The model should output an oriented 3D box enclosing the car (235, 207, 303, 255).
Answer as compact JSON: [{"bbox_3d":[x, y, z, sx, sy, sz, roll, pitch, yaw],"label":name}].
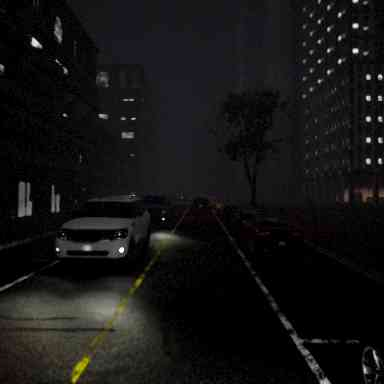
[{"bbox_3d":[3.003,1.542,13.133,1.887,1.381,4.507,1,0,1],"label":"car"}]

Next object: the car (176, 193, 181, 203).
[{"bbox_3d":[-3.992,1.208,69.020,2.192,1.841,5.009,1,0,1],"label":"car"}]

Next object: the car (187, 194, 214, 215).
[{"bbox_3d":[0.854,1.311,32.971,2.097,1.767,4.553,0,0,2],"label":"car"}]

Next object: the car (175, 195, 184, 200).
[{"bbox_3d":[-3.447,1.425,91.293,2.008,1.369,4.403,1,0,1],"label":"car"}]

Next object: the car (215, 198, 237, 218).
[{"bbox_3d":[3.416,1.528,29.837,2.008,1.369,4.403,1,0,1],"label":"car"}]

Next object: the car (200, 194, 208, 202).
[{"bbox_3d":[2.717,1.379,75.163,1.801,1.575,5.366,0,0,1],"label":"car"}]

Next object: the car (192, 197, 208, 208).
[{"bbox_3d":[1.194,1.437,46.918,2.128,1.511,4.902,0,0,2],"label":"car"}]

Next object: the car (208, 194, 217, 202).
[{"bbox_3d":[4.520,1.373,74.380,1.967,1.590,4.097,1,0,1],"label":"car"}]

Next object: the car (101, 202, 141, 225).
[{"bbox_3d":[-5.099,1.504,24.478,1.947,1.339,4.313,1,0,1],"label":"car"}]

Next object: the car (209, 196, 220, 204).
[{"bbox_3d":[4.243,1.494,63.244,2.008,1.369,4.403,1,0,1],"label":"car"}]

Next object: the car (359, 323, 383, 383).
[{"bbox_3d":[2.728,1.578,1.999,1.947,1.339,4.313,1,0,1],"label":"car"}]

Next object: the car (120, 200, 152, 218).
[{"bbox_3d":[-4.961,1.483,30.046,2.008,1.369,4.403,1,0,1],"label":"car"}]

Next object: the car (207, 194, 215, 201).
[{"bbox_3d":[4.796,1.364,85.517,1.967,1.590,4.097,1,0,1],"label":"car"}]

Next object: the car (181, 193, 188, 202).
[{"bbox_3d":[-1.266,1.224,71.033,2.097,1.767,4.553,0,0,1],"label":"car"}]

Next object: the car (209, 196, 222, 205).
[{"bbox_3d":[4.105,1.499,57.678,2.008,1.369,4.403,1,0,1],"label":"car"}]

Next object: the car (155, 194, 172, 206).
[{"bbox_3d":[-4.405,1.223,52.318,2.192,1.841,5.009,1,0,1],"label":"car"}]

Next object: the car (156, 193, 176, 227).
[{"bbox_3d":[-2.553,1.176,22.587,2.150,2.045,5.566,0,0,2],"label":"car"}]

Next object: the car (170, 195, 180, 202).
[{"bbox_3d":[-3.860,1.432,74.589,1.887,1.381,4.507,1,0,1],"label":"car"}]

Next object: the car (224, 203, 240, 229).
[{"bbox_3d":[3.141,1.541,18.701,2.008,1.369,4.403,1,0,1],"label":"car"}]

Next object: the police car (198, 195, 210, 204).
[{"bbox_3d":[2.271,1.355,65.077,1.930,1.638,5.238,0,0,-1],"label":"police car"}]

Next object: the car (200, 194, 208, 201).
[{"bbox_3d":[2.884,1.373,81.161,1.801,1.575,5.366,0,0,1],"label":"car"}]

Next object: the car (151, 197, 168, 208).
[{"bbox_3d":[-4.552,1.439,46.579,1.752,1.417,4.829,1,0,1],"label":"car"}]

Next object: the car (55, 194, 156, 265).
[{"bbox_3d":[-2.829,1.189,11.929,2.150,2.045,5.566,0,0,1],"label":"car"}]

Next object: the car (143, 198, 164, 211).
[{"bbox_3d":[-4.686,1.485,41.182,1.947,1.339,4.313,1,0,1],"label":"car"}]

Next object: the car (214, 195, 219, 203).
[{"bbox_3d":[3.697,1.490,41.144,1.752,1.417,4.829,1,0,1],"label":"car"}]

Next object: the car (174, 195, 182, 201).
[{"bbox_3d":[-3.584,1.444,85.725,1.947,1.339,4.313,1,0,1],"label":"car"}]
